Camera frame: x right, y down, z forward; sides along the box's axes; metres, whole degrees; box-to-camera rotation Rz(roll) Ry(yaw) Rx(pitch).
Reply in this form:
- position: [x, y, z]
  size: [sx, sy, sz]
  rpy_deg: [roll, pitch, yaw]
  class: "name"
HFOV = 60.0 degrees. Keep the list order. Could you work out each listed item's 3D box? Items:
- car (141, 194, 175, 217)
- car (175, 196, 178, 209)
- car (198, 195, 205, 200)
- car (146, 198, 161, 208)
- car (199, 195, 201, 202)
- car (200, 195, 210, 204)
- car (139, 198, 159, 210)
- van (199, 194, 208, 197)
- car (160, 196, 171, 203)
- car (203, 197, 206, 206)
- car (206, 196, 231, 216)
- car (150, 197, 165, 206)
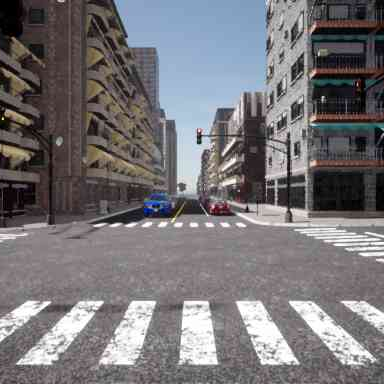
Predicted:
- position: [-3.087, 1.228, 31.190]
  size: [2.150, 2.045, 5.566]
  rpy_deg: [0, 0, 0]
  class: "car"
- position: [-3.085, 1.535, 40.988]
  size: [1.812, 1.442, 4.674]
  rpy_deg: [0, 0, 1]
  class: "car"
- position: [2.727, 1.587, 93.917]
  size: [1.887, 1.381, 4.507]
  rpy_deg: [0, 0, 0]
  class: "car"
- position: [-5.669, 1.594, 49.647]
  size: [1.802, 1.307, 4.206]
  rpy_deg: [0, 0, 0]
  class: "car"
- position: [2.715, 1.600, 60.712]
  size: [1.802, 1.307, 4.206]
  rpy_deg: [0, 0, 0]
  class: "car"
- position: [2.713, 1.597, 55.178]
  size: [1.802, 1.307, 4.206]
  rpy_deg: [0, 0, 0]
  class: "car"
- position: [-5.672, 1.561, 44.113]
  size: [2.008, 1.369, 4.403]
  rpy_deg: [0, 0, 0]
  class: "car"
- position: [2.718, 1.362, 66.247]
  size: [1.690, 1.788, 3.998]
  rpy_deg: [0, 0, 0]
  class: "van"
- position: [-5.661, 1.570, 71.784]
  size: [1.887, 1.381, 4.507]
  rpy_deg: [0, 0, 0]
  class: "car"
- position: [2.707, 1.559, 38.575]
  size: [2.008, 1.369, 4.403]
  rpy_deg: [0, 0, 0]
  class: "car"
- position: [2.705, 1.447, 33.041]
  size: [1.967, 1.590, 4.097]
  rpy_deg: [0, 0, 0]
  class: "car"
- position: [-5.667, 1.581, 55.182]
  size: [1.947, 1.339, 4.313]
  rpy_deg: [0, 0, 0]
  class: "car"
